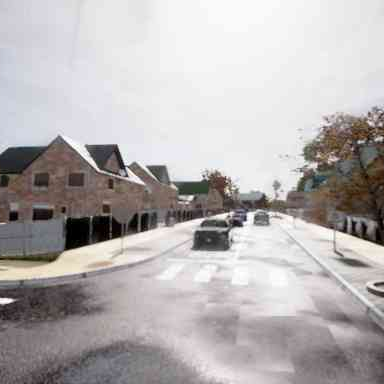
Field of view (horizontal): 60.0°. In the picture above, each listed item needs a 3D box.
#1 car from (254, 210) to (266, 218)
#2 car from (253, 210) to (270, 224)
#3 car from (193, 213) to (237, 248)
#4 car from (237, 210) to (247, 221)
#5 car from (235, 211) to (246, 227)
[{"bbox_3d":[12.540,4.055,61.441,1.994,1.385,4.181,0,-2,11],"label":"car"},{"bbox_3d":[8.627,3.161,41.327,1.837,1.490,4.892,0,-2,11],"label":"car"},{"bbox_3d":[1.333,2.244,19.262,1.882,1.535,5.008,0,-2,11],"label":"car"},{"bbox_3d":[6.923,3.369,47.741,1.882,1.535,5.008,0,-2,12],"label":"car"},{"bbox_3d":[4.487,2.995,35.455,1.895,1.301,4.718,0,-2,11],"label":"car"}]
